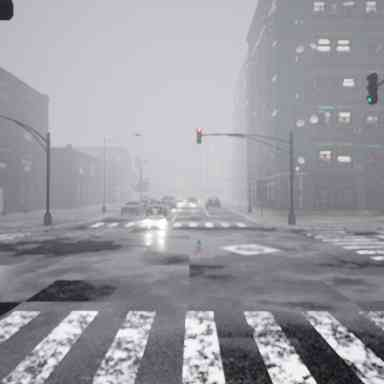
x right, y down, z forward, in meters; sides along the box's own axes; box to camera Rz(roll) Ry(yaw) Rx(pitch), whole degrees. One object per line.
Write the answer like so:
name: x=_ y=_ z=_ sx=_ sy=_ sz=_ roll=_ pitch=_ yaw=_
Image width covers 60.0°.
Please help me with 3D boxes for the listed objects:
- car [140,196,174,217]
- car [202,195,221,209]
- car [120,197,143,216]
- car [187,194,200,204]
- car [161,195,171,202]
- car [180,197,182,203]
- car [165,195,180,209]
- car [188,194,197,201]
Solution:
car: x=-3.072 y=1.418 z=30.314 sx=2.128 sy=1.511 sz=4.902 roll=0 pitch=0 yaw=0
car: x=2.741 y=1.335 z=43.590 sx=1.967 sy=1.590 sz=4.097 roll=1 pitch=0 yaw=0
car: x=-5.727 y=1.467 z=32.167 sx=1.887 sy=1.381 sz=4.507 roll=1 pitch=0 yaw=0
car: x=0.049 y=1.334 z=59.832 sx=1.882 sy=1.535 sz=5.008 roll=0 pitch=0 yaw=0
car: x=-5.618 y=1.410 z=71.970 sx=1.802 sy=1.307 sz=4.206 roll=1 pitch=0 yaw=0
car: x=-2.959 y=1.374 z=63.155 sx=1.812 sy=1.442 sz=4.674 roll=0 pitch=0 yaw=0
car: x=-3.057 y=1.250 z=42.983 sx=2.097 sy=1.767 sz=4.553 roll=0 pitch=0 yaw=0
car: x=0.058 y=1.189 z=70.258 sx=1.812 sy=1.442 sz=4.674 roll=0 pitch=0 yaw=0
